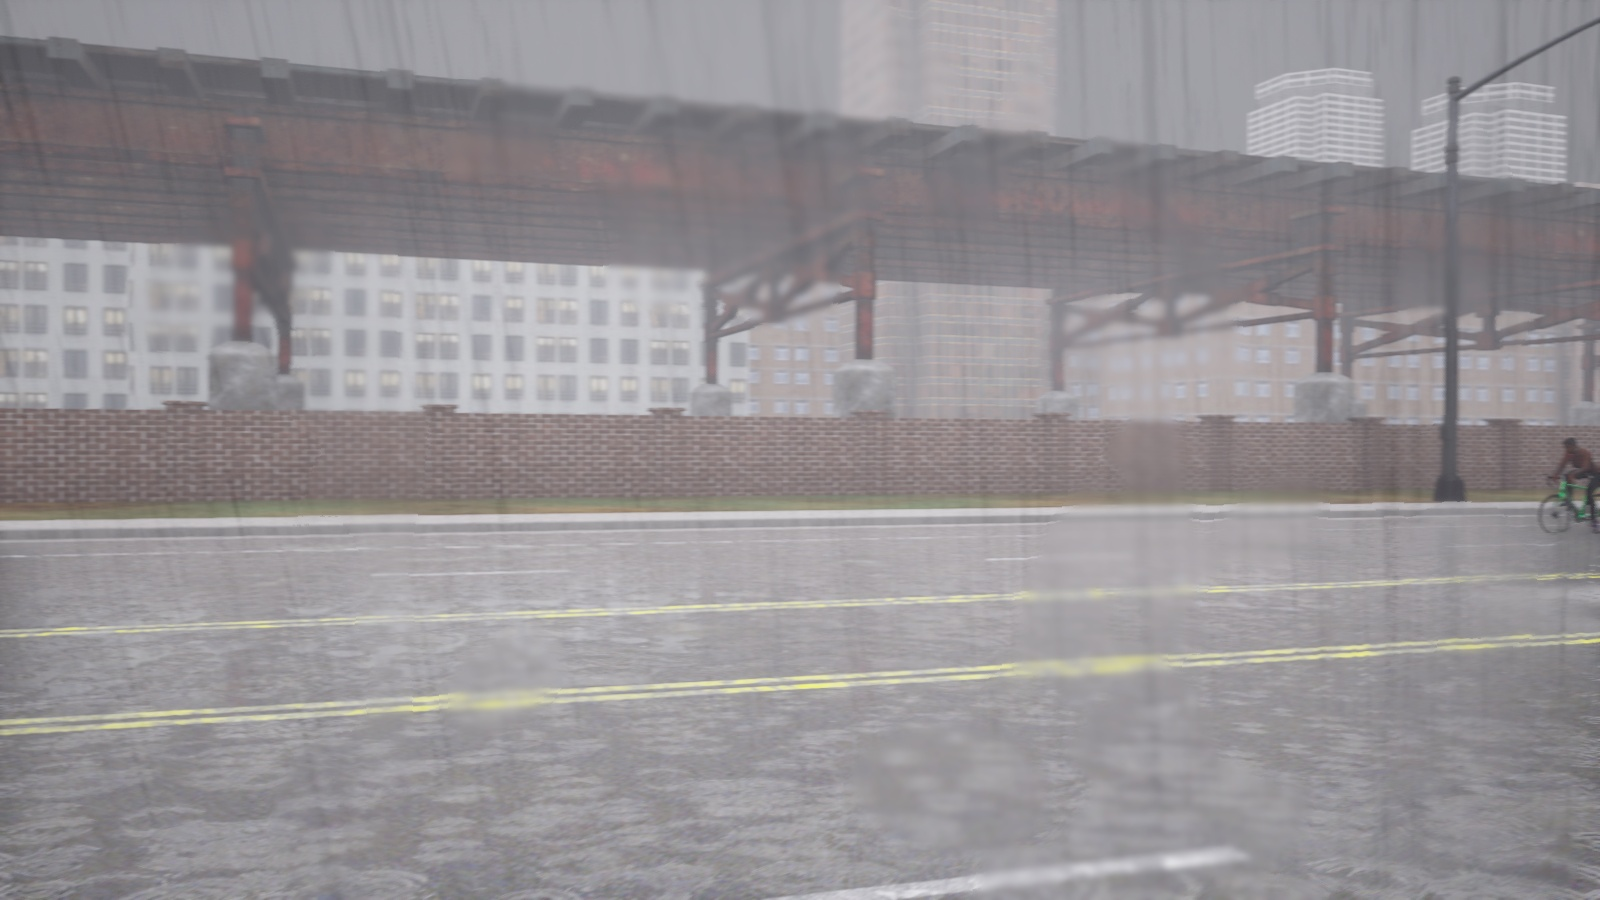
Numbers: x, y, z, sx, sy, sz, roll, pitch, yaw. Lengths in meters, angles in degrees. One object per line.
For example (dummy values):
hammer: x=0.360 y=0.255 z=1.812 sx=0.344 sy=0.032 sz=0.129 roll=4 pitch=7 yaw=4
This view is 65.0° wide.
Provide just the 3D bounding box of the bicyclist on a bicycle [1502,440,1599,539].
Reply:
bicyclist on a bicycle: x=12.680 y=0.640 z=21.087 sx=1.656 sy=1.620 sz=0.582 roll=0 pitch=1 yaw=-18
